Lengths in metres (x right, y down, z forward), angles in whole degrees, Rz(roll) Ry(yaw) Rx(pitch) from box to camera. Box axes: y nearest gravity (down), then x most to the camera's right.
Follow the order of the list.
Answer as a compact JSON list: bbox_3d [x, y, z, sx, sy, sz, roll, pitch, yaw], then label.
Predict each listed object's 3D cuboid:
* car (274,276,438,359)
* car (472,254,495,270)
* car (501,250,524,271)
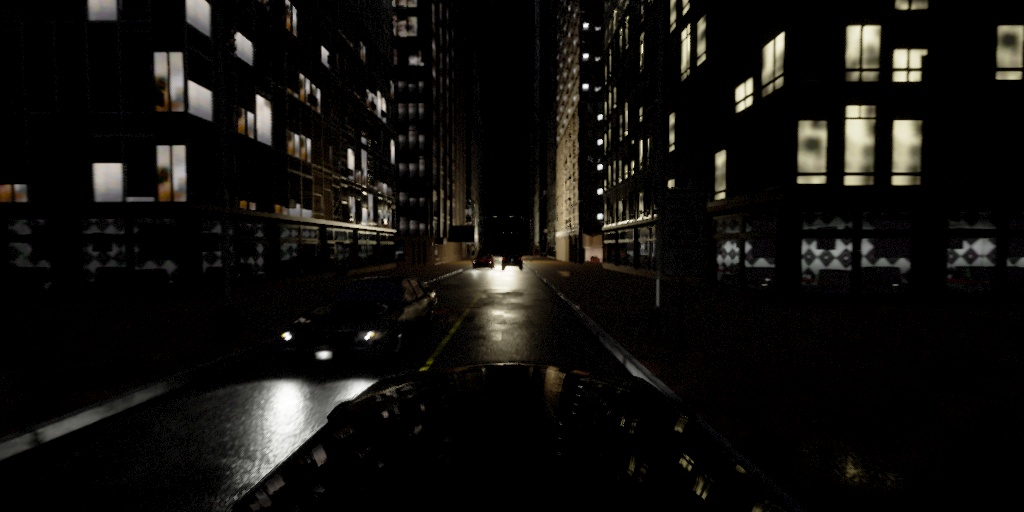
[{"bbox_3d":[-3.101,1.201,8.563,2.033,1.411,5.357,0,1,0],"label":"car"},{"bbox_3d":[-3.024,0.537,38.709,2.097,1.767,4.553,0,1,1],"label":"car"},{"bbox_3d":[0.016,0.421,37.455,2.150,2.045,5.566,0,1,0],"label":"car"}]
